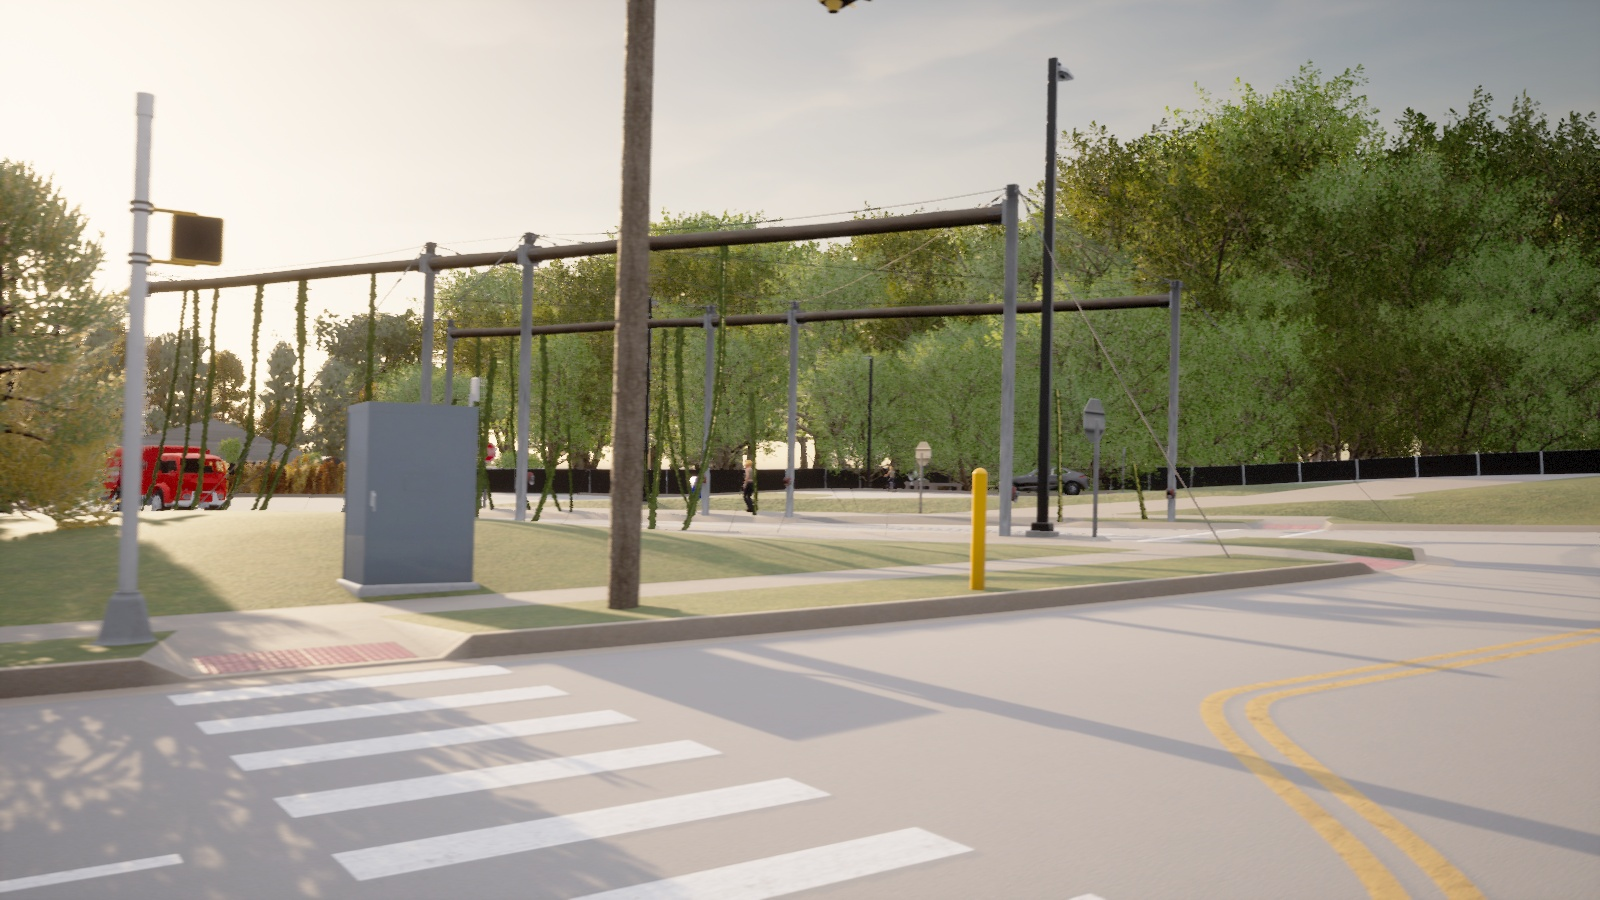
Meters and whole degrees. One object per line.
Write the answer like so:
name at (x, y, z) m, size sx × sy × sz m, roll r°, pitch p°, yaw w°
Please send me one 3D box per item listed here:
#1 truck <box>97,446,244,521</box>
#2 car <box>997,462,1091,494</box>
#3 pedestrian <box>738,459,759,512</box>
truck at (-22.149, 1.193, 44.123) m, size 5.204 × 2.467 × 2.627 m, roll -2°, pitch -3°, yaw 39°
car at (13.563, 1.560, 69.953) m, size 5.027 × 1.651 × 2.152 m, roll -1°, pitch -1°, yaw 9°
pedestrian at (-1.801, 1.241, 43.673) m, size 0.594 × 1.836 × 0.345 m, roll 1°, pitch -1°, yaw 31°
